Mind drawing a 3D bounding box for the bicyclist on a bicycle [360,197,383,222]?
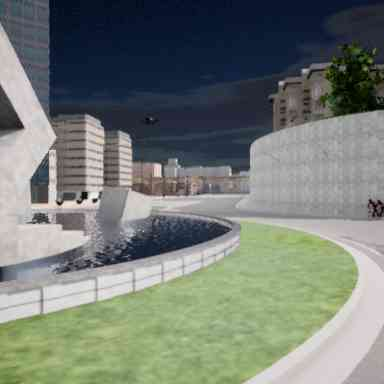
[{"bbox_3d":[13.865,1.303,25.516,1.656,1.620,0.582,-10,4,-22],"label":"bicyclist on a bicycle"}]

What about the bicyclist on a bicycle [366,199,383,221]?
[{"bbox_3d":[14.120,1.339,24.947,1.656,1.620,0.582,-6,11,-19],"label":"bicyclist on a bicycle"}]
